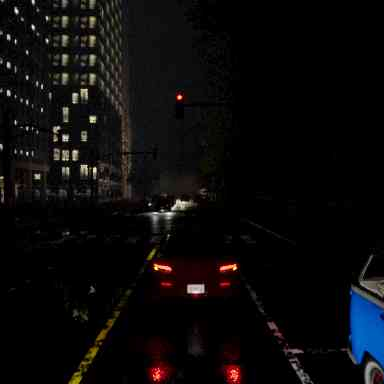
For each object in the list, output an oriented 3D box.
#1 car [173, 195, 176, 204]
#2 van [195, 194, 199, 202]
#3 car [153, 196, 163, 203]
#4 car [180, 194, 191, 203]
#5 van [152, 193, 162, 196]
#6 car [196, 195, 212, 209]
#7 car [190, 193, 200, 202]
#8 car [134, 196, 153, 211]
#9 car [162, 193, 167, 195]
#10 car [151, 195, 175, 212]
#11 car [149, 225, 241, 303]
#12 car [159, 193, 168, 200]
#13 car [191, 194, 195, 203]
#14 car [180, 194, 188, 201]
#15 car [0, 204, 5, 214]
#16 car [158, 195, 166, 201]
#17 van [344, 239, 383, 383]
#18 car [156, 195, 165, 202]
[{"bbox_3d":[-3.608,1.547,49.045,1.994,1.385,4.181,0,0,-1],"label":"car"},{"bbox_3d":[1.731,1.322,51.259,1.690,1.788,3.998,0,0,-2],"label":"van"},{"bbox_3d":[-6.849,1.513,67.508,1.887,1.381,4.507,0,0,-2],"label":"car"},{"bbox_3d":[-1.505,1.553,70.641,1.895,1.301,4.718,0,0,-2],"label":"car"},{"bbox_3d":[-6.646,1.314,61.965,1.690,1.788,3.998,0,0,-2],"label":"van"},{"bbox_3d":[1.883,1.510,45.887,1.752,1.417,4.829,0,0,-2],"label":"car"},{"bbox_3d":[0.713,1.271,78.971,2.192,1.841,5.009,0,0,-3],"label":"car"},{"bbox_3d":[-5.846,1.539,39.794,2.008,1.369,4.403,0,0,-1],"label":"car"},{"bbox_3d":[-3.961,1.328,60.659,2.097,1.767,4.553,0,0,-2],"label":"car"},{"bbox_3d":[-3.360,1.493,39.061,1.837,1.490,4.892,0,0,-1],"label":"car"},{"bbox_3d":[0.051,1.525,8.106,1.812,1.442,4.674,0,0,0],"label":"car"},{"bbox_3d":[-8.107,1.253,95.219,2.192,1.841,5.009,0,0,-3],"label":"car"},{"bbox_3d":[1.162,1.493,68.053,1.752,1.417,4.829,0,0,-2],"label":"car"},{"bbox_3d":[-1.927,1.265,80.616,1.882,1.535,5.008,0,0,-3],"label":"car"},{"bbox_3d":[-18.230,1.377,28.530,4.206,1.307,1.802,1,0,3],"label":"car"},{"bbox_3d":[-7.557,1.533,84.138,1.802,1.307,4.206,0,0,-3],"label":"car"},{"bbox_3d":[2.557,1.341,2.172,1.690,1.788,3.998,0,0,0],"label":"van"},{"bbox_3d":[-7.303,1.502,78.594,1.887,1.381,4.507,0,0,-2],"label":"car"}]
